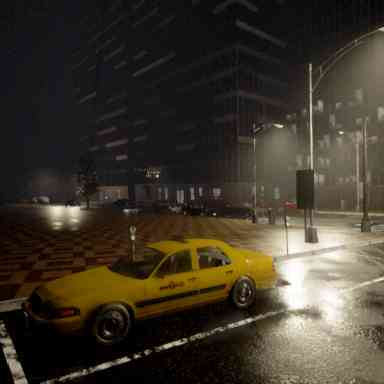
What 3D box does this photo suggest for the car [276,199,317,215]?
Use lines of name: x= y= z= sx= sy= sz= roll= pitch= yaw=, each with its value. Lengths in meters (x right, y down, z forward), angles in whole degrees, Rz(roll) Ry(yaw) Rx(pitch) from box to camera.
car: x=10.841 y=1.459 z=35.029 sx=1.967 sy=1.590 sz=4.097 roll=-2 pitch=1 yaw=-41

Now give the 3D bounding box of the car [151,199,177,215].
car: x=-2.929 y=1.698 z=38.147 sx=1.967 sy=1.590 sz=4.097 roll=-2 pitch=1 yaw=-41

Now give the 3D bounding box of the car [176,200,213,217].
car: x=0.759 y=1.792 z=33.877 sx=1.947 sy=1.339 sz=4.313 roll=-2 pitch=1 yaw=-41

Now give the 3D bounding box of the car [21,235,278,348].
car: x=-0.465 y=1.524 z=6.245 sx=4.829 sy=1.417 sz=1.752 roll=0 pitch=-1 yaw=-35

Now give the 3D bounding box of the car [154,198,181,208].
car: x=-3.920 y=1.714 z=52.140 sx=1.947 sy=1.339 sz=4.313 roll=-2 pitch=1 yaw=-41

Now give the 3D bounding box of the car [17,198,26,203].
car: x=-43.345 y=2.126 z=85.012 sx=1.752 sy=1.417 sz=4.829 roll=-2 pitch=1 yaw=-41

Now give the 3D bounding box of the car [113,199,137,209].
car: x=-10.290 y=1.791 z=50.739 sx=1.837 sy=1.490 sz=4.892 roll=-2 pitch=0 yaw=-40

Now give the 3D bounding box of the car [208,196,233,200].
car: x=3.454 y=1.399 z=43.579 sx=2.192 sy=1.841 sz=5.009 roll=-2 pitch=1 yaw=-41

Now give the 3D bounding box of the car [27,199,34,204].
car: x=-35.977 y=2.066 z=76.468 sx=1.752 sy=1.417 sz=4.829 roll=-2 pitch=1 yaw=-41

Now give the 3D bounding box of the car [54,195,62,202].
car: x=-33.445 y=1.943 z=86.363 sx=1.887 sy=1.381 sz=4.507 roll=-2 pitch=1 yaw=-41

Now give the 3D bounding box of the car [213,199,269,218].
car: x=4.931 y=1.700 z=33.011 sx=2.033 sy=1.411 sz=5.357 roll=-2 pitch=1 yaw=-41

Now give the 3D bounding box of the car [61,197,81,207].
car: x=-21.348 y=1.999 z=59.510 sx=1.802 sy=1.307 sz=4.206 roll=-2 pitch=1 yaw=-41

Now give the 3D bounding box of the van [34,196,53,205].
van: x=-32.407 y=1.852 z=72.323 sx=1.690 sy=1.788 sz=3.998 roll=-2 pitch=1 yaw=-41
